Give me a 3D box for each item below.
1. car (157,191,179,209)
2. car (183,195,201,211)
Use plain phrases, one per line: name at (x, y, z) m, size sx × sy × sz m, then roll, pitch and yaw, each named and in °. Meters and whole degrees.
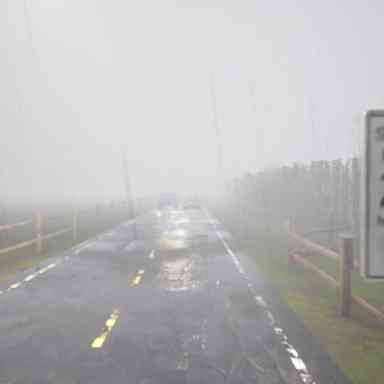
car at (-2.749, 0.913, 38.909) m, size 2.150 × 2.045 × 5.566 m, roll 0°, pitch 0°, yaw 0°
car at (0.003, 1.324, 35.054) m, size 1.895 × 1.301 × 4.718 m, roll 0°, pitch 0°, yaw 0°
